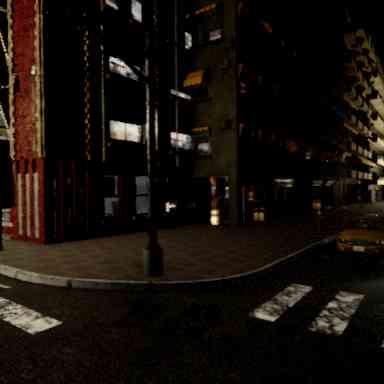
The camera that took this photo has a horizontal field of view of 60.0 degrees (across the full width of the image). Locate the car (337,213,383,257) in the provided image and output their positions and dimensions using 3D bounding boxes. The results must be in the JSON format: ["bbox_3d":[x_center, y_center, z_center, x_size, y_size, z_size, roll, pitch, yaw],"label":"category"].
[{"bbox_3d":[6.764,1.507,12.717,1.752,1.417,4.829,-1,-1,35],"label":"car"}]
